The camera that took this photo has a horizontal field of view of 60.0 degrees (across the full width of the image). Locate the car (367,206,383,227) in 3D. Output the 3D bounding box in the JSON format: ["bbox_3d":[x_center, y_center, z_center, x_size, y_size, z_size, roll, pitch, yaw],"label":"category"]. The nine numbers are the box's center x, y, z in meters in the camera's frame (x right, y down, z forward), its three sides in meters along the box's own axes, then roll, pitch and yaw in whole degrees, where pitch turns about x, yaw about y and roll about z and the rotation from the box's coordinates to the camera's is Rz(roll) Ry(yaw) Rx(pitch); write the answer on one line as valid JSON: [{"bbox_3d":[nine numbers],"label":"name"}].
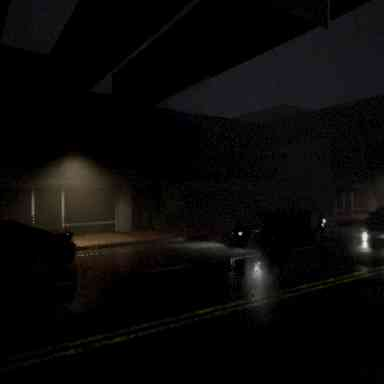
[{"bbox_3d":[12.965,1.405,20.869,5.008,1.535,1.882,0,0,-33],"label":"car"}]

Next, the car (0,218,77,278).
[{"bbox_3d":[-5.638,1.474,8.630,5.008,1.535,1.882,0,0,-33],"label":"car"}]

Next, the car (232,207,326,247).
[{"bbox_3d":[4.002,1.467,14.976,4.892,1.490,1.837,0,0,-33],"label":"car"}]
